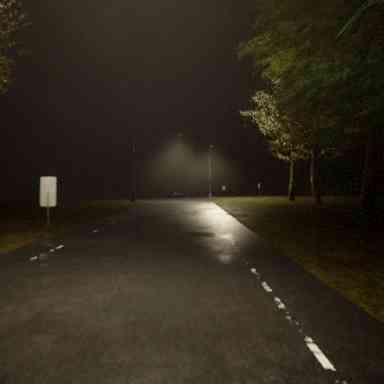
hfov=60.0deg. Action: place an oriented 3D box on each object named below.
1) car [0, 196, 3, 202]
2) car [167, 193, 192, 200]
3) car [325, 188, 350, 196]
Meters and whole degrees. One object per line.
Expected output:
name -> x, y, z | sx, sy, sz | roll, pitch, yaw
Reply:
car -> -38.397, 1.054, 63.053 | 4.553, 1.767, 2.097 | -1, -1, 0
car -> -2.359, 0.765, 63.203 | 4.718, 1.301, 1.895 | 0, 0, -1
car -> 30.935, -0.026, 70.789 | 5.008, 1.535, 1.882 | -1, -1, -1
